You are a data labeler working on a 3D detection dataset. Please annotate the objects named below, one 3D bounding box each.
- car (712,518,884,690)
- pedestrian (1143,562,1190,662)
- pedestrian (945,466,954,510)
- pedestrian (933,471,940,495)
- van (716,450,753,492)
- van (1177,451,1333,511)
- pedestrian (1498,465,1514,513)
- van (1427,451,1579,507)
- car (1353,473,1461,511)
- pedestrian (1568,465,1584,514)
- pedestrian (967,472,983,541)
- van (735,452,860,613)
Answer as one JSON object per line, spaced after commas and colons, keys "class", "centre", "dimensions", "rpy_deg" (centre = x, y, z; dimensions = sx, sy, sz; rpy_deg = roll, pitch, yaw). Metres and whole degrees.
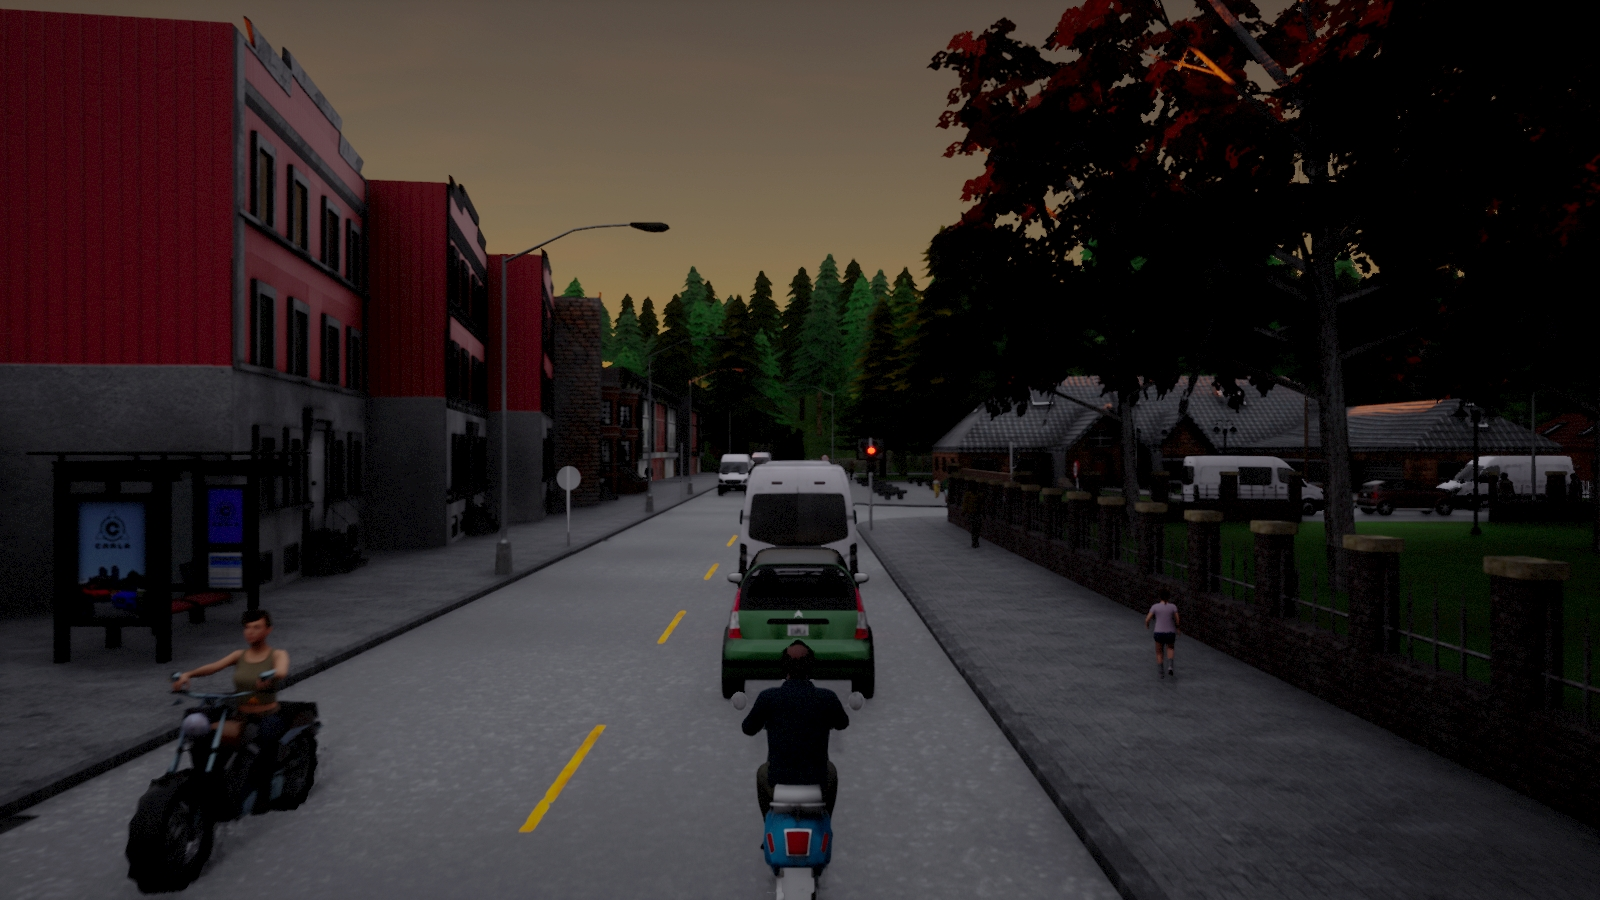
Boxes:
{"class": "car", "centre": [-0.024, 1.779, 14.315], "dimensions": [1.851, 1.617, 3.988], "rpy_deg": [0, 0, 0]}
{"class": "pedestrian", "centre": [4.333, 1.904, 13.526], "dimensions": [0.500, 1.100, 0.500], "rpy_deg": [0, 0, 14]}
{"class": "pedestrian", "centre": [6.449, 1.627, 49.190], "dimensions": [0.375, 1.860, 0.375], "rpy_deg": [0, 0, 12]}
{"class": "pedestrian", "centre": [7.521, 1.801, 62.893], "dimensions": [0.375, 1.300, 0.375], "rpy_deg": [0, 0, 1]}
{"class": "van", "centre": [-4.121, 1.312, 72.824], "dimensions": [1.988, 2.561, 5.915], "rpy_deg": [0, 0, 0]}
{"class": "van", "centre": [19.577, 1.313, 49.317], "dimensions": [5.915, 2.561, 1.988], "rpy_deg": [0, 0, 1]}
{"class": "pedestrian", "centre": [27.451, 1.523, 44.441], "dimensions": [0.375, 1.860, 0.375], "rpy_deg": [0, 0, -10]}
{"class": "van", "centre": [32.777, 1.312, 53.369], "dimensions": [5.915, 2.561, 1.988], "rpy_deg": [0, 0, 0]}
{"class": "car", "centre": [26.114, 1.804, 49.256], "dimensions": [3.705, 1.549, 1.789], "rpy_deg": [0, 0, 0]}
{"class": "pedestrian", "centre": [29.993, 1.523, 44.166], "dimensions": [0.375, 1.860, 0.375], "rpy_deg": [0, 0, 0]}
{"class": "pedestrian", "centre": [4.762, 1.524, 31.080], "dimensions": [0.375, 1.860, 0.375], "rpy_deg": [0, 0, -1]}
{"class": "van", "centre": [-0.045, 1.314, 21.101], "dimensions": [1.988, 2.561, 5.915], "rpy_deg": [0, 0, 0]}
